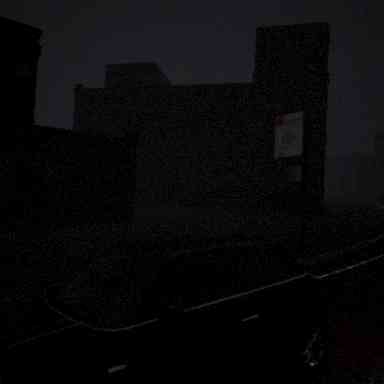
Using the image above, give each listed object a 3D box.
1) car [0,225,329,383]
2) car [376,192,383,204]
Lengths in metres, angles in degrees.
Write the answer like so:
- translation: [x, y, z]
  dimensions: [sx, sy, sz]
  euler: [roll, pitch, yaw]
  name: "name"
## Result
- translation: [-0.424, 1.354, 3.875]
  dimensions: [4.553, 1.767, 2.097]
  euler: [0, 0, -37]
  name: "car"
- translation: [22.580, 0.716, 37.790]
  dimensions: [1.837, 1.490, 4.892]
  euler: [3, 3, 9]
  name: "car"
